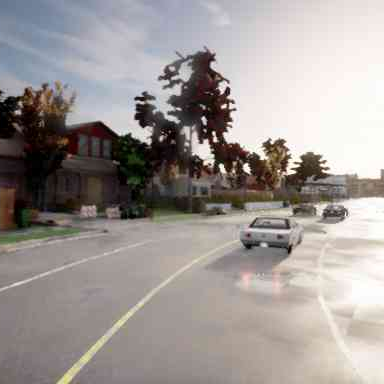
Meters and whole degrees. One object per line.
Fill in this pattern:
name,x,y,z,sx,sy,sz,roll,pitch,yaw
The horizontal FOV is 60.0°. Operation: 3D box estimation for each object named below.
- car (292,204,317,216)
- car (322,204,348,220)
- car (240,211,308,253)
car,12.746,1.979,37.549,1.895,1.301,4.718,1,0,31
car,14.081,1.911,32.580,2.033,1.411,5.357,1,0,31
car,3.617,1.701,14.360,1.895,1.301,4.718,1,0,25
